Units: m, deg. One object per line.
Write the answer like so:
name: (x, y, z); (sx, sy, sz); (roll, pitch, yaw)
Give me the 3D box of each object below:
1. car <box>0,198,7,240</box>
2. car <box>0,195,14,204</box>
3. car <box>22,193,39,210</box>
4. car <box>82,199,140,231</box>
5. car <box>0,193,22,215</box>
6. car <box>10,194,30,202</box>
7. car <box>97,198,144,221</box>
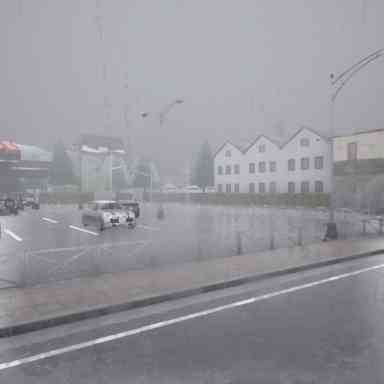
car: (-9.666, 1.169, 14.375); (2.152, 1.636, 5.027); (0, 0, -36)
car: (-38.404, 1.495, 66.658); (4.611, 1.667, 2.242); (0, 0, -36)
car: (-19.101, 1.092, 38.662); (1.905, 1.878, 3.866); (0, 0, -36)
car: (-4.629, 1.247, 18.365); (1.970, 1.475, 3.806); (0, 0, -36)
car: (-17.207, 1.112, 30.348); (1.932, 1.855, 4.605); (0, 0, -36)
car: (-38.162, 1.327, 73.786); (3.866, 1.878, 1.905); (0, 0, -36)
car: (-5.742, 1.312, 26.231); (2.007, 1.523, 4.514); (0, 0, -36)
